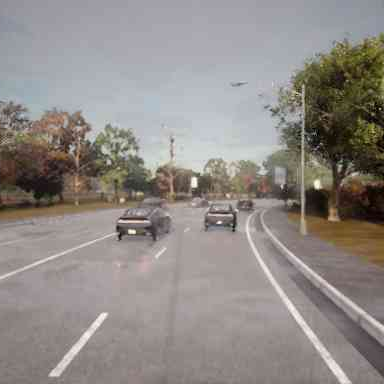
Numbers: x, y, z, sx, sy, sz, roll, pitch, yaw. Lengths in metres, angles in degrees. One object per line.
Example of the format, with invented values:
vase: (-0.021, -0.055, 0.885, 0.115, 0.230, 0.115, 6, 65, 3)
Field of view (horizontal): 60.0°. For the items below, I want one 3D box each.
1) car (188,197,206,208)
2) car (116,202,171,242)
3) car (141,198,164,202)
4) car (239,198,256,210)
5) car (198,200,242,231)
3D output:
car: (0.913, 1.482, 46.988, 1.812, 1.442, 4.674, 0, 0, 19)
car: (-2.259, 1.470, 16.473, 2.128, 1.511, 4.902, 0, 0, 7)
car: (-4.908, 1.417, 39.972, 1.882, 1.535, 5.008, 0, 0, 16)
car: (6.814, 1.497, 41.919, 1.837, 1.490, 4.892, 0, 0, 17)
car: (1.856, 1.482, 20.676, 2.128, 1.511, 4.902, 0, 0, 8)
